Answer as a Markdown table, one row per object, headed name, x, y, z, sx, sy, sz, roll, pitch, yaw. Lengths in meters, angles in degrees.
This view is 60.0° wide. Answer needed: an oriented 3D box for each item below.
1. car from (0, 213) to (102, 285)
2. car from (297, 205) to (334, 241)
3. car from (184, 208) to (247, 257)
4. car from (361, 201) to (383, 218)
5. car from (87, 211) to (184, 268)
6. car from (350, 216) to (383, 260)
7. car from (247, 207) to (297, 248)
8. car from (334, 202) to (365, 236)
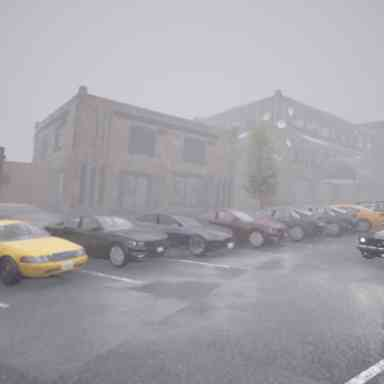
| name | x | y | z | sx | sy | sz | roll | pitch | yaw |
| --- | --- | --- | --- | --- | --- | --- | --- | --- | --- |
| car | -5.225 | 1.468 | 9.519 | 5.366 | 1.575 | 1.946 | -1 | -1 | 34 |
| car | 4.103 | 1.490 | 16.550 | 4.892 | 1.521 | 2.231 | -1 | -1 | 34 |
| car | -0.619 | 1.510 | 13.075 | 4.792 | 1.488 | 2.163 | -1 | -1 | 34 |
| car | 8.850 | 1.496 | 20.002 | 5.008 | 1.535 | 2.097 | -1 | -1 | 34 |
| car | -3.017 | 1.478 | 11.365 | 5.008 | 1.535 | 2.097 | -1 | -1 | 34 |
| car | 7.600 | 1.616 | 11.285 | 4.718 | 1.301 | 1.895 | 0 | 0 | -36 |
| car | 1.724 | 1.485 | 14.831 | 5.008 | 1.535 | 2.097 | -1 | -1 | 34 |
| car | 6.475 | 1.494 | 18.273 | 4.892 | 1.521 | 2.231 | -1 | -1 | 34 |
